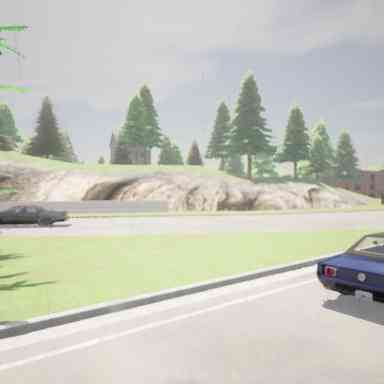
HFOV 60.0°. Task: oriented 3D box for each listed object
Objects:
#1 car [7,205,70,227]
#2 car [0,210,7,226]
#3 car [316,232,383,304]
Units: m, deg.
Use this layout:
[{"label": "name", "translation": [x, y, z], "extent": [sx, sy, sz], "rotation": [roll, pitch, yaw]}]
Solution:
[{"label": "car", "translation": [-10.796, 1.533, 21.558], "extent": [5.357, 1.411, 2.033], "rotation": [0, 0, -8]}, {"label": "car", "translation": [-12.916, 1.489, 17.476], "extent": [5.008, 1.535, 1.882], "rotation": [0, 0, -13]}, {"label": "car", "translation": [4.846, 1.550, 7.276], "extent": [4.718, 1.301, 1.895], "rotation": [0, 0, -37]}]
